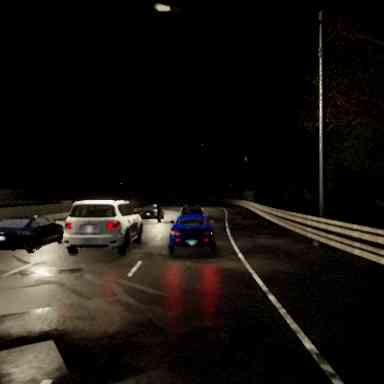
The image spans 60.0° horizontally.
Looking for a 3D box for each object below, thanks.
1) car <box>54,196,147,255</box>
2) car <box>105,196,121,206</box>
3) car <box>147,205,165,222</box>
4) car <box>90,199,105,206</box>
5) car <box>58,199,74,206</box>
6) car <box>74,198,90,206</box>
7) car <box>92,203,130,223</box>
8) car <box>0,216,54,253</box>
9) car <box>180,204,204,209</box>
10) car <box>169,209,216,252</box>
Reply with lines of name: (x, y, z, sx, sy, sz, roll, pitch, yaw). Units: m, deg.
car: (-3.496, 1.350, 14.023, 2.150, 2.045, 5.566, 0, 0, 0)
car: (-17.483, 1.989, 73.885, 2.150, 2.045, 5.566, 0, -1, 0)
car: (-3.492, 1.828, 28.979, 2.033, 1.411, 5.357, 0, -1, 0)
car: (-20.983, 2.317, 73.912, 1.994, 1.385, 4.181, 0, -1, 0)
car: (-27.983, 2.288, 73.914, 1.812, 1.442, 4.674, 0, -1, 0)
car: (-24.483, 2.120, 73.945, 2.097, 1.767, 4.553, 0, -1, 0)
car: (-6.989, 1.777, 29.281, 2.128, 1.511, 4.902, 0, 0, 0)
car: (-6.997, 1.700, 14.286, 1.994, 1.385, 4.181, 0, -1, 0)
car: (0.011, 1.792, 29.288, 1.837, 1.490, 4.892, 0, 0, 0)
car: (0.009, 1.662, 14.362, 1.812, 1.442, 4.674, 0, 0, 0)
